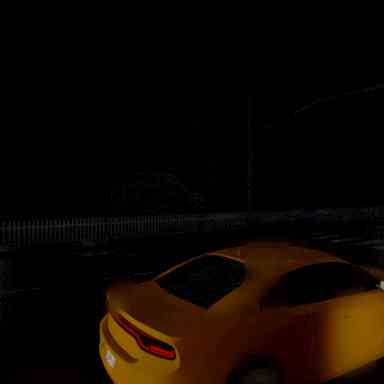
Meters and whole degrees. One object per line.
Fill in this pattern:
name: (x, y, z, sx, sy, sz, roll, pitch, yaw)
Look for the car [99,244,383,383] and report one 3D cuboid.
car: (1.335, 1.476, 4.537, 5.008, 1.535, 1.882, 0, 0, -30)
